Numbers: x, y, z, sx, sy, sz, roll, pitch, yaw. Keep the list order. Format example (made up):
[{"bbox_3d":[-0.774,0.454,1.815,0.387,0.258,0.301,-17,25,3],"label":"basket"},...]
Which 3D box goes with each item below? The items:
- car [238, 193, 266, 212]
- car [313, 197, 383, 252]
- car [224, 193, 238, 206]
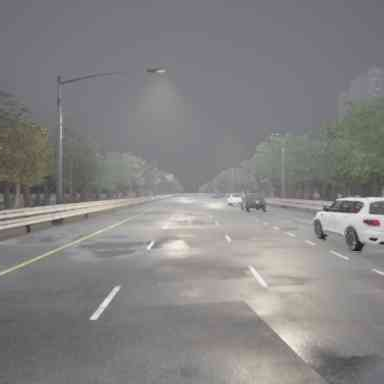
[{"bbox_3d":[7.070,1.239,38.604,2.150,2.045,5.566,0,0,0],"label":"car"},{"bbox_3d":[7.007,1.228,13.949,2.150,2.045,5.566,0,0,0],"label":"car"},{"bbox_3d":[7.135,1.265,55.145,2.150,2.045,5.566,0,0,0],"label":"car"}]
